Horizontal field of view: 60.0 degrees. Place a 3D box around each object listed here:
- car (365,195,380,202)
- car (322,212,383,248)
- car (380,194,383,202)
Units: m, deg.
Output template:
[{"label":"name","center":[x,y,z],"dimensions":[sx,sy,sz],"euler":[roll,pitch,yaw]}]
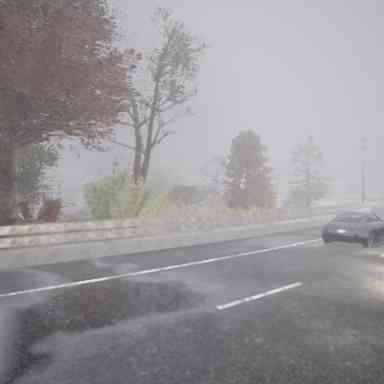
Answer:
[{"label":"car","center":[38.615,1.480,72.939],"dimensions":[2.128,1.511,4.902],"euler":[0,0,8]},{"label":"car","center":[7.661,1.595,15.204],"dimensions":[4.181,1.385,1.994],"euler":[0,0,-43]},{"label":"car","center":[42.052,1.301,72.271],"dimensions":[2.097,1.767,4.553],"euler":[0,0,8]}]
